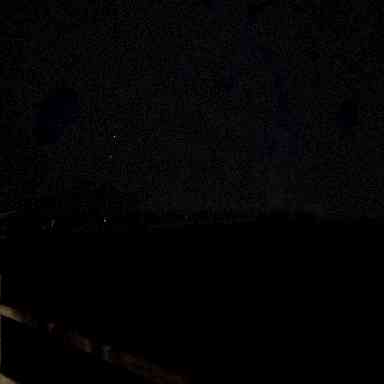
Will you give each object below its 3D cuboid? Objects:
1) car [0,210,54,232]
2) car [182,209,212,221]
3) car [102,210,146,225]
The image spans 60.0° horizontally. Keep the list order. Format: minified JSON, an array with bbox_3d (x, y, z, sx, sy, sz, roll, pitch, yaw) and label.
[{"bbox_3d":[-12.430,2.058,23.964,1.837,1.490,4.892,0,-2,34],"label":"car"},{"bbox_3d":[0.725,2.963,42.443,2.128,1.511,4.902,0,-2,36],"label":"car"},{"bbox_3d":[-6.515,2.452,32.334,2.128,1.511,4.902,0,-2,35],"label":"car"}]
